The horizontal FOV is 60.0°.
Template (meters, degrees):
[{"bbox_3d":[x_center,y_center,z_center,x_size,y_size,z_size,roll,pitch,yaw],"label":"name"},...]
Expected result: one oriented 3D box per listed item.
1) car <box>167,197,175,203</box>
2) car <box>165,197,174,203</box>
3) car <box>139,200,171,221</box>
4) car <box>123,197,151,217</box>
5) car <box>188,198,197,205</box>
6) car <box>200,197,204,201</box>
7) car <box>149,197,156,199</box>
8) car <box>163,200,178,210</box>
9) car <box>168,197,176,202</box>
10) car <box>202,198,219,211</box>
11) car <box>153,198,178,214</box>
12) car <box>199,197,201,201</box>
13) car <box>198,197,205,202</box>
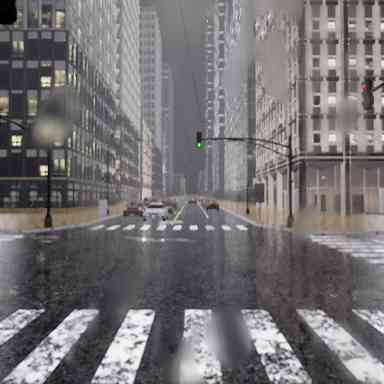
[{"bbox_3d":[-5.627,2.073,89.177,2.008,1.369,4.403,1,0,0],"label":"car"},{"bbox_3d":[-5.630,2.034,83.602,1.887,1.381,4.507,1,0,0],"label":"car"},{"bbox_3d":[-3.088,1.695,28.898,1.812,1.442,4.674,0,0,0],"label":"car"},{"bbox_3d":[-5.655,1.636,33.427,1.967,1.590,4.097,1,0,0],"label":"car"},{"bbox_3d":[0.123,1.956,70.137,2.033,1.411,5.357,0,0,0],"label":"car"},{"bbox_3d":[2.736,1.853,55.959,1.752,1.417,4.829,1,0,0],"label":"car"},{"bbox_3d":[-5.647,1.576,44.578,2.192,1.841,5.009,1,0,0],"label":"car"},{"bbox_3d":[-3.066,1.886,48.854,1.895,1.301,4.718,0,0,0],"label":"car"},{"bbox_3d":[-5.624,2.121,94.752,1.947,1.339,4.313,1,0,0],"label":"car"},{"bbox_3d":[2.728,1.843,44.634,1.802,1.307,4.206,1,0,0],"label":"car"},{"bbox_3d":[-3.078,1.773,38.562,2.033,1.411,5.357,0,0,0],"label":"car"},{"bbox_3d":[2.738,1.925,61.366,1.947,1.339,4.313,1,0,0],"label":"car"},{"bbox_3d":[2.757,2.101,94.829,1.887,1.381,4.507,1,0,0],"label":"car"}]
